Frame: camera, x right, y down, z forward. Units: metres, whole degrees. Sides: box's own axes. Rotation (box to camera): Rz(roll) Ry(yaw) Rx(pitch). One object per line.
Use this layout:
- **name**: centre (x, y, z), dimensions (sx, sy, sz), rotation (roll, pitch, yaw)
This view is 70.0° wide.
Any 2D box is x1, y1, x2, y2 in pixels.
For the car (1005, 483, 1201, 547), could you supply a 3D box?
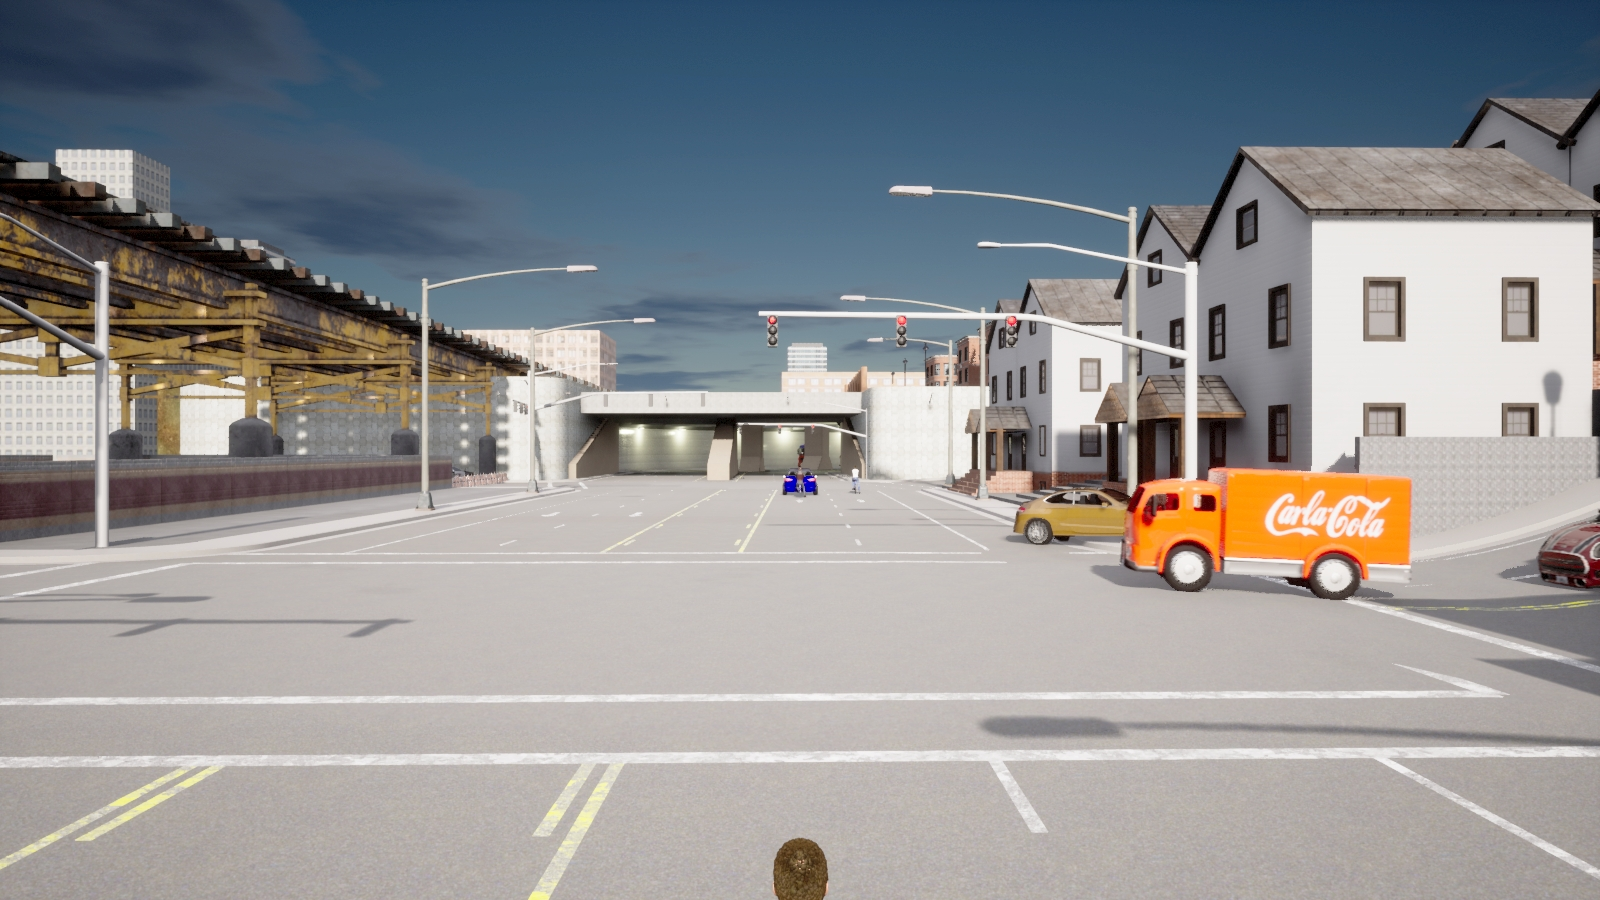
- **car**: centre (8.816, 1.903, 33.461), dimensions (5.027, 1.651, 2.152), rotation (-3, 0, 36)

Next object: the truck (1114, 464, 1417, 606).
- **truck**: centre (9.257, 1.626, 23.291), dimensions (5.204, 2.467, 2.627), rotation (2, 0, 10)

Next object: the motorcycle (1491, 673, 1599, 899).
- **motorcycle**: centre (3.504, 1.905, 3.984), dimensions (0.764, 1.802, 2.356), rotation (0, 0, 0)

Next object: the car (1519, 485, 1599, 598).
- **car**: centre (17.382, 1.470, 22.746), dimensions (4.553, 1.767, 2.097), rotation (-13, 0, -1)

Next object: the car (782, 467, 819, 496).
- **car**: centre (0.007, 1.942, 71.643), dimensions (2.242, 1.667, 4.611), rotation (0, 0, 0)

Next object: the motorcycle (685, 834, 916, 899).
- **motorcycle**: centre (0.002, 2.172, 3.626), dimensions (0.803, 1.224, 2.033), rotation (0, 0, 0)

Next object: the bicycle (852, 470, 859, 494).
- **bicycle**: centre (3.507, 2.018, 72.556), dimensions (0.373, 1.521, 1.643), rotation (0, 0, 0)
